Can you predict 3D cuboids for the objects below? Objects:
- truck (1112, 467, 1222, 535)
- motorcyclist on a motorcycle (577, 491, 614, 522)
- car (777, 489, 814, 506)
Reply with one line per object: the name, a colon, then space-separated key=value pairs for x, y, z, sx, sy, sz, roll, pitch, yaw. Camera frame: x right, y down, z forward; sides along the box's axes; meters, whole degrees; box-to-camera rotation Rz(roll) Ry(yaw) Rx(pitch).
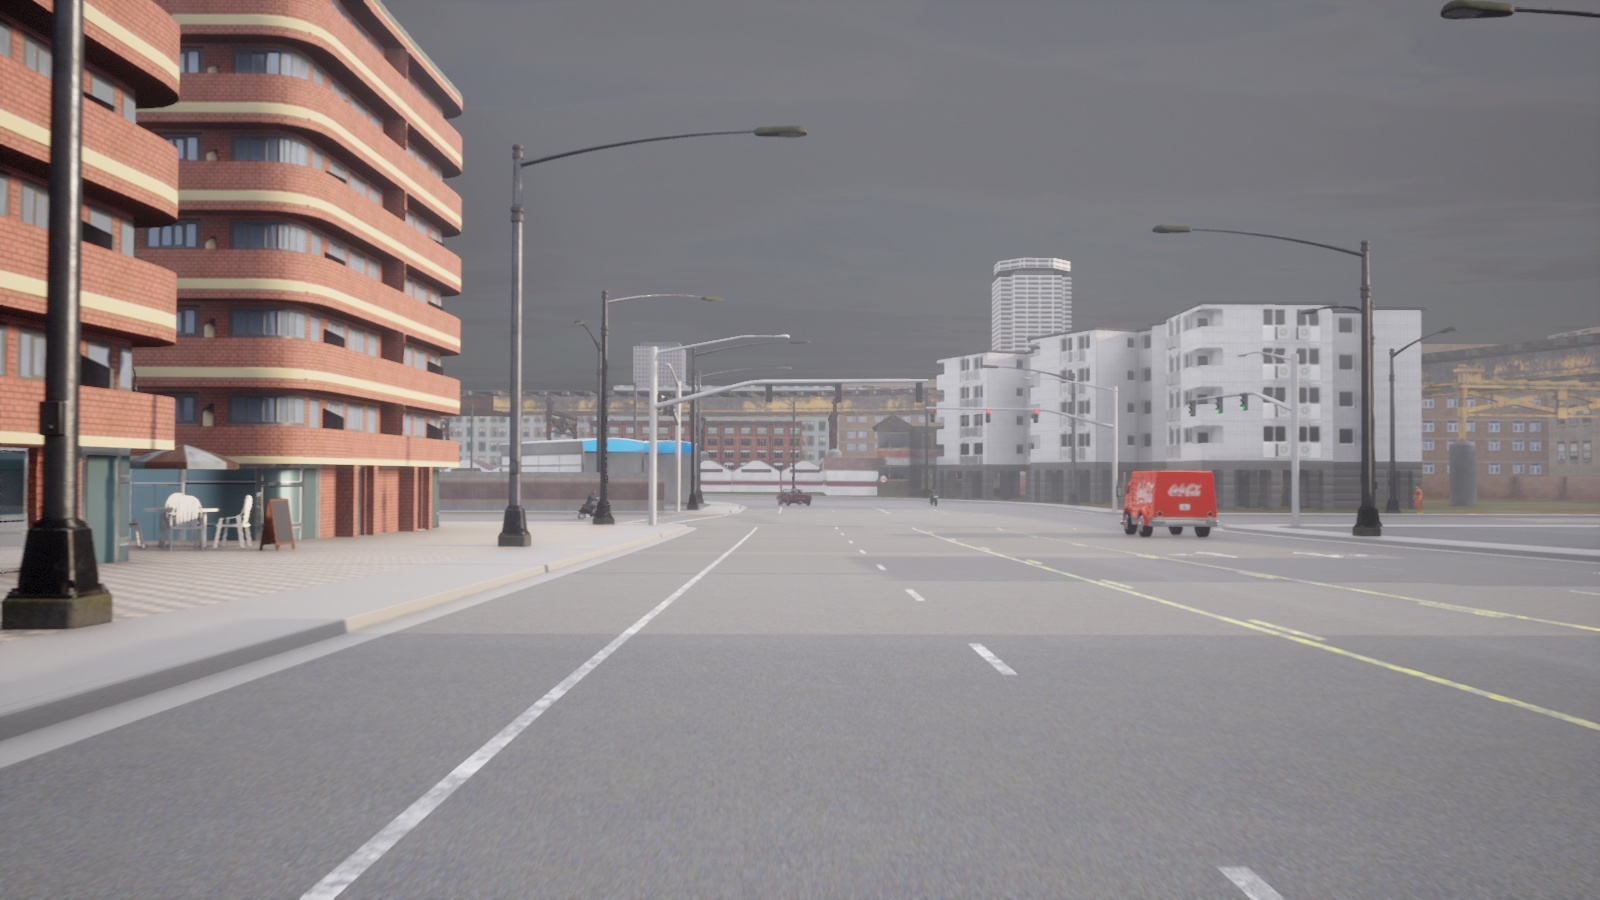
truck: x=13.893 y=1.924 z=47.942 sx=2.627 sy=2.467 sz=5.204 roll=0 pitch=-2 yaw=-1
motorcyclist on a motorcycle: x=-10.592 y=2.940 z=65.153 sx=1.817 sy=1.590 sz=0.866 roll=0 pitch=-1 yaw=-2
car: x=-0.405 y=3.706 z=98.379 sx=1.895 sy=1.301 sz=4.718 roll=0 pitch=-1 yaw=-13
